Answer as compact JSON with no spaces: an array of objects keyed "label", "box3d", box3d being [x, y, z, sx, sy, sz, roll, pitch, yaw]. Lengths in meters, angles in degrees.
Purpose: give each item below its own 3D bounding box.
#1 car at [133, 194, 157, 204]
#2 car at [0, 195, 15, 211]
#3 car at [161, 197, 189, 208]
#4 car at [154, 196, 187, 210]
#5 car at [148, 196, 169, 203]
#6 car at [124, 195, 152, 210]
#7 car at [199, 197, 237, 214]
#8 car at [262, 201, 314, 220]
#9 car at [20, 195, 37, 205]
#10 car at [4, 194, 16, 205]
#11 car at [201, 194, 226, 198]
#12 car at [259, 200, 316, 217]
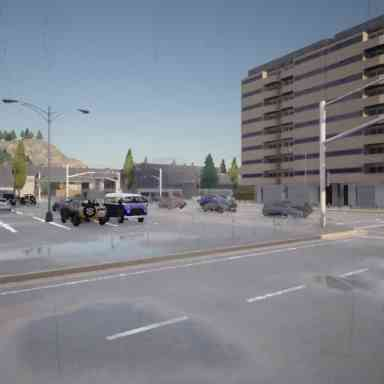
[{"label":"car","box3d":[-9.309,1.543,66.534,2.128,1.511,4.902,0,0,-35]},{"label":"car","box3d":[-21.832,1.450,37.872,1.970,1.475,3.806,0,0,-35]},{"label":"car","box3d":[-2.654,1.557,50.808,1.837,1.490,4.892,0,0,-35]},{"label":"car","box3d":[-2.836,1.617,45.005,1.994,1.385,4.181,0,0,-35]},{"label":"car","box3d":[-6.997,1.542,69.324,2.128,1.511,4.902,0,0,-35]},{"label":"car","box3d":[-8.728,1.653,53.361,1.895,1.301,4.718,0,0,-35]},{"label":"car","box3d":[3.131,1.616,36.598,1.994,1.385,4.181,0,0,-35]},{"label":"car","box3d":[8.375,1.617,29.212,1.994,1.385,4.181,0,0,-36]},{"label":"car","box3d":[-27.292,1.208,55.329,1.932,1.855,4.605,0,0,-35]},{"label":"car","box3d":[-29.688,1.211,53.706,1.905,1.878,3.866,0,0,-35]},{"label":"car","box3d":[3.191,1.274,42.557,2.150,2.045,5.566,0,0,-35]},{"label":"car","box3d":[9.528,1.600,33.634,2.033,1.411,5.357,0,0,-35]}]
